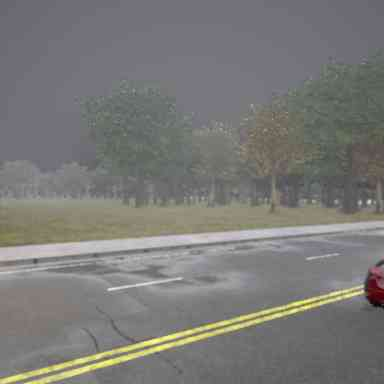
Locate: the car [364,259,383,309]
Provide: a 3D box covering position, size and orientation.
[{"bbox_3d":[5.485,1.681,6.930,4.181,1.385,1.994,1,-1,-34],"label":"car"}]
